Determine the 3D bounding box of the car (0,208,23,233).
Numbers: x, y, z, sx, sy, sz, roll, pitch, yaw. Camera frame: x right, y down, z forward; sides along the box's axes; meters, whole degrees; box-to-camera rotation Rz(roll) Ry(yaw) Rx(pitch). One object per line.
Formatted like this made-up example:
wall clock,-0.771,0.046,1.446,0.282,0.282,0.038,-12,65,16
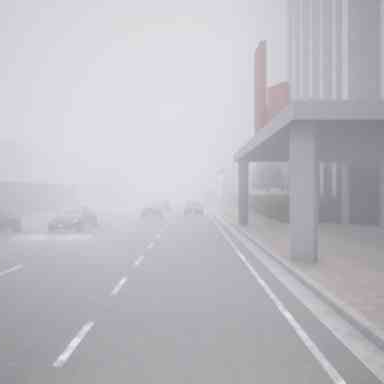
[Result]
car,-10.506,1.552,17.172,1.812,1.442,4.674,0,0,0

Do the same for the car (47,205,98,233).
car,-7.067,1.557,20.251,1.812,1.442,4.674,0,0,0

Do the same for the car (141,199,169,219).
car,-3.417,1.572,29.672,1.812,1.442,4.674,0,0,0

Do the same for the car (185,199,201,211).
car,0.109,1.629,41.813,1.994,1.385,4.181,0,0,0

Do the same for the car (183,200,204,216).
car,0.110,1.652,32.549,1.895,1.301,4.718,0,0,-1

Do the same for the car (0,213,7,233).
car,-7.096,1.518,8.489,1.837,1.490,4.892,0,0,0

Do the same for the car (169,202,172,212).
car,-3.449,1.553,39.152,2.128,1.511,4.902,0,0,1
